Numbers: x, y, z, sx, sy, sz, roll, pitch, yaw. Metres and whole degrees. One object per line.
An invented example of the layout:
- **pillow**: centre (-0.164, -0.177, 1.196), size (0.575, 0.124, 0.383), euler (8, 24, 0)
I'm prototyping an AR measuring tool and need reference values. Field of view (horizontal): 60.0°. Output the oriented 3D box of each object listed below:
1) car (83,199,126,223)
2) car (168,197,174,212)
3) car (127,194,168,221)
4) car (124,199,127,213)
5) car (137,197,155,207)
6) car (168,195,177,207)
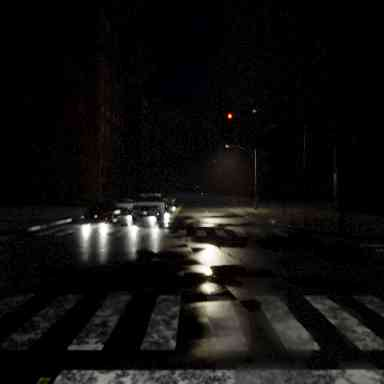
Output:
- **car**: centre (-6.625, 1.510, 24.963), size (1.994, 1.385, 4.181), euler (0, 0, 1)
- **car**: centre (-3.394, 1.523, 36.969), size (1.895, 1.301, 4.718), euler (0, 0, 0)
- **car**: centre (-3.385, 1.164, 26.659), size (2.150, 2.045, 5.566), euler (0, 0, 0)
- **car**: centre (-6.645, 1.455, 33.444), size (1.812, 1.442, 4.674), euler (0, 0, 0)
- **car**: centre (-6.655, 1.464, 48.595), size (1.994, 1.385, 4.181), euler (0, 0, 0)
- **car**: centre (-3.406, 1.256, 49.078), size (2.097, 1.767, 4.553), euler (0, 0, 0)
